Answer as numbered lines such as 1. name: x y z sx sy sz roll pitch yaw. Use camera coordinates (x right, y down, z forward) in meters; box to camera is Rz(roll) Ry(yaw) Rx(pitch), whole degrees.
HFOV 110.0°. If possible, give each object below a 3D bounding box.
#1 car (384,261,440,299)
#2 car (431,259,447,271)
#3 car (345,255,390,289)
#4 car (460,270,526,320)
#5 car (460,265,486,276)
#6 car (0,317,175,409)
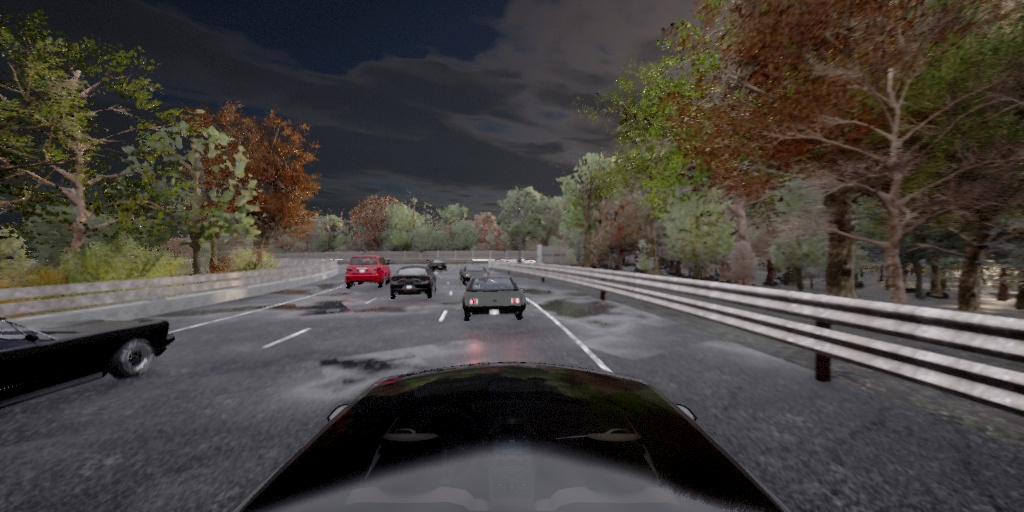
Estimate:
1. car: -4.926 1.229 18.413 1.882 1.535 5.008 0 0 -8
2. car: -9.960 1.217 47.049 1.882 1.535 5.008 0 0 -24
3. car: -9.486 0.985 23.926 2.150 2.045 5.566 0 0 -13
4. car: -0.735 1.342 12.598 1.895 1.301 4.718 0 0 -6
5. car: -2.881 1.335 26.696 1.895 1.301 4.718 0 0 -12
6. car: -7.054 1.376 4.376 1.895 1.301 4.718 0 0 -2
